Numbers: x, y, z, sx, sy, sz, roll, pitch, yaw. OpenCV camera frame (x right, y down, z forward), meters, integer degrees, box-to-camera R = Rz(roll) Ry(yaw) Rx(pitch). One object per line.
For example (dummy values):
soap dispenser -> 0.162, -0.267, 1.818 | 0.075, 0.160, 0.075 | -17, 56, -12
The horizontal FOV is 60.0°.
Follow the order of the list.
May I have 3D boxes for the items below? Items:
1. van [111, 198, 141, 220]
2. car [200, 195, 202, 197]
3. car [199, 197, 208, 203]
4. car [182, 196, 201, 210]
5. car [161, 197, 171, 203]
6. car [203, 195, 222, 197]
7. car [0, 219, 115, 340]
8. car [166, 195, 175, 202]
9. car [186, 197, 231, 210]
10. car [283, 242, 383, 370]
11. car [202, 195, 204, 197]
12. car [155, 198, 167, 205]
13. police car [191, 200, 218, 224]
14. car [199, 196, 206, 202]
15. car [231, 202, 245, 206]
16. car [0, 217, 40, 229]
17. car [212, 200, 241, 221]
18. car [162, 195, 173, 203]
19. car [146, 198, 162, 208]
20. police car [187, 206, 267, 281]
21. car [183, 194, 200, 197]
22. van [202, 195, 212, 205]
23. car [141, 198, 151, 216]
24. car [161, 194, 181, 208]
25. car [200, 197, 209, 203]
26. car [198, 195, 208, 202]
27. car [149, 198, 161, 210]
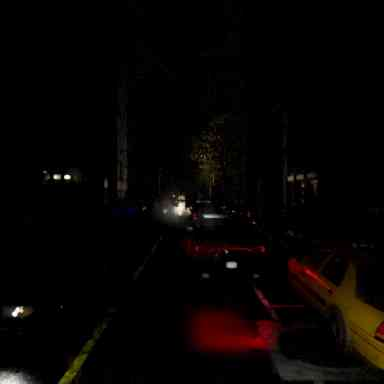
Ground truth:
van -> -5.688, 1.388, 28.220 | 1.690, 1.788, 3.998 | 0, 0, 0
car -> 2.815, 1.585, 56.408 | 1.967, 1.590, 4.097 | 0, 0, 0
car -> 2.797, 1.810, 78.964 | 1.947, 1.339, 4.313 | 0, 0, 0
car -> -0.014, 1.629, 45.397 | 1.812, 1.442, 4.674 | 0, 0, 1
car -> -5.724, 1.738, 73.161 | 1.752, 1.417, 4.829 | 0, 0, 0
car -> 2.828, 1.397, 39.491 | 2.192, 1.841, 5.009 | 0, 0, 0
car -> -3.106, 1.557, 7.117 | 2.033, 1.411, 5.357 | 0, 0, 0
car -> -5.737, 1.625, 90.248 | 2.192, 1.841, 5.009 | 0, 0, 0
car -> 0.883, 1.380, 19.936 | 2.097, 1.767, 4.553 | 0, 0, 0
car -> 2.861, 1.532, 5.856 | 1.752, 1.417, 4.829 | 0, 0, 1
car -> 2.824, 1.417, 45.129 | 2.192, 1.841, 5.009 | 0, 0, 0
car -> -5.714, 1.748, 62.053 | 1.802, 1.307, 4.206 | 0, 0, 0
police car -> 0.879, 1.467, 26.076 | 1.930, 1.638, 5.238 | 0, 0, 0
car -> 2.789, 1.854, 90.244 | 1.887, 1.381, 4.507 | 0, 0, 0
car -> 2.841, 1.474, 22.572 | 1.967, 1.590, 4.097 | 0, 0, 0
car -> -5.676, 1.541, 11.095 | 1.752, 1.417, 4.829 | 0, 0, 1
car -> 2.837, 1.487, 28.210 | 1.967, 1.590, 4.097 | 0, 0, 0
car -> -5.729, 1.559, 78.969 | 2.192, 1.841, 5.009 | 0, 0, 0
car -> -5.706, 1.669, 50.775 | 1.887, 1.381, 4.507 | 0, 0, 0
police car -> 0.891, 1.438, 10.075 | 1.930, 1.638, 5.238 | 0, 0, 0
car -> -0.045, 1.376, 58.874 | 2.150, 2.045, 5.566 | 0, 0, 0
van -> 2.811, 1.507, 62.048 | 1.690, 1.788, 3.998 | 0, 0, 0
car -> -5.693, 1.629, 33.858 | 1.947, 1.339, 4.313 | 0, 0, 0
car -> -3.123, 1.471, 49.927 | 2.097, 1.767, 4.553 | 0, 0, 0
car -> 2.801, 1.795, 73.327 | 1.802, 1.307, 4.206 | 0, 0, 0
car -> 2.793, 1.592, 84.606 | 2.192, 1.841, 5.009 | 0, 0, 0
car -> -5.702, 1.543, 45.137 | 1.967, 1.590, 4.097 | 0, 0, 0
